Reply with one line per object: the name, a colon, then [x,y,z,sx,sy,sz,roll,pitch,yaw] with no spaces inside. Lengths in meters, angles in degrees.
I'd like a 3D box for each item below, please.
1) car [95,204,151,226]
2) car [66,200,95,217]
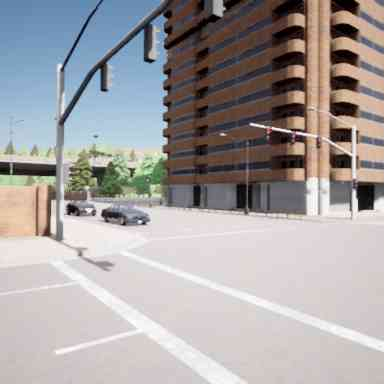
car: [-5.050,1.616,24.555,2.033,1.411,5.357,0,0,-36]
car: [-10.919,1.560,32.711,2.128,1.511,4.902,0,0,-36]
